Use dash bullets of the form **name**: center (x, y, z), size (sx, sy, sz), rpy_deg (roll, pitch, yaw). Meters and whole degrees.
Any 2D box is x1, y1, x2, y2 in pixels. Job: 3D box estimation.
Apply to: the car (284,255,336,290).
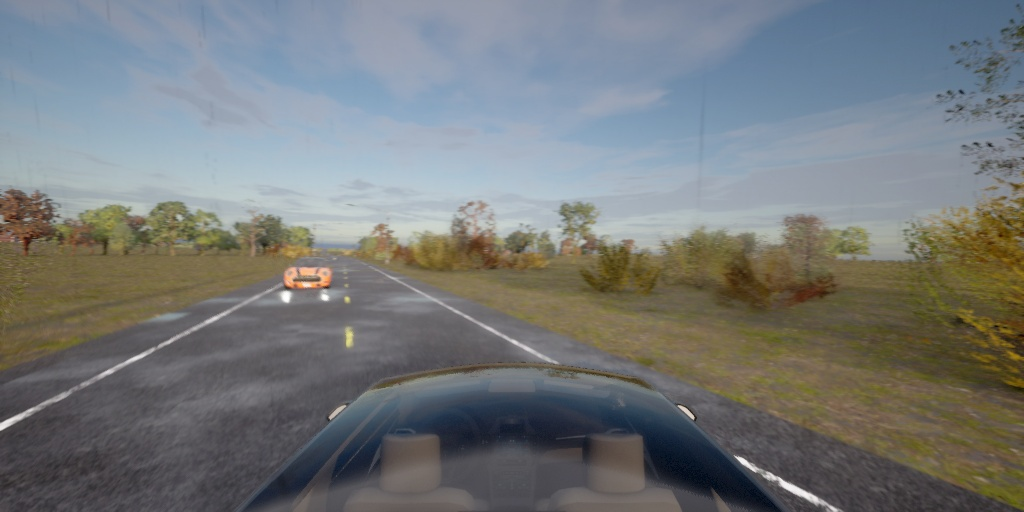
- **car**: center (-11.231, 0.864, 20.054), size (2.097, 1.767, 4.553), rpy_deg (1, 0, -25)
